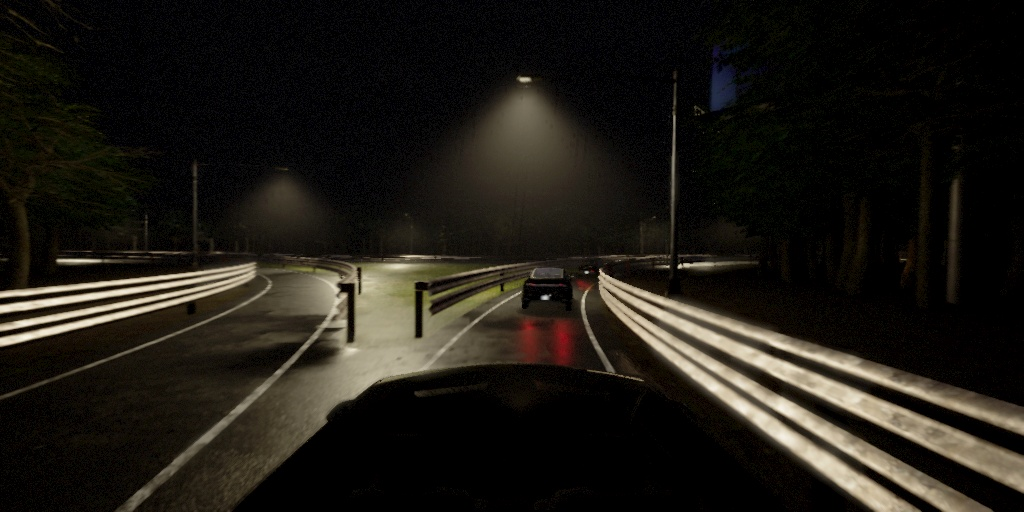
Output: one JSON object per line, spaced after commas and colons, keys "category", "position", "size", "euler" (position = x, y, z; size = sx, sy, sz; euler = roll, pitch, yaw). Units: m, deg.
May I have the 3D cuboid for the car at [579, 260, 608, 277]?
{"category": "car", "position": [7.265, 1.054, 31.877], "size": [1.837, 1.490, 4.892], "euler": [0, 1, 26]}

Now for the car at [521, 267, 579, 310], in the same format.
{"category": "car", "position": [1.563, 1.206, 14.701], "size": [2.128, 1.511, 4.902], "euler": [1, 0, 10]}
